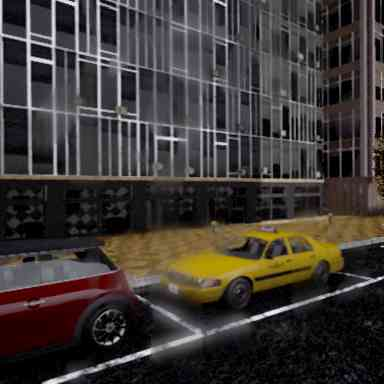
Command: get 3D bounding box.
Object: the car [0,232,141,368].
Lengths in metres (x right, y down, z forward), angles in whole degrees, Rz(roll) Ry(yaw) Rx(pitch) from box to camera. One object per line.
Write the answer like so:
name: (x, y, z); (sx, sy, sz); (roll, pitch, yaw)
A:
car: (-2.875, 1.440, 4.519); (4.097, 1.590, 1.967); (0, 0, -36)

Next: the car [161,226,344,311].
car: (1.612, 1.516, 7.724); (4.829, 1.417, 1.752); (0, 0, -36)
